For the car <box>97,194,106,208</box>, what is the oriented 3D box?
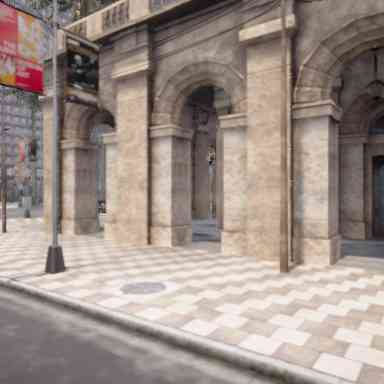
[{"bbox_3d":[-13.490,1.282,47.586,2.150,2.045,5.566,0,0,36],"label":"car"}]
